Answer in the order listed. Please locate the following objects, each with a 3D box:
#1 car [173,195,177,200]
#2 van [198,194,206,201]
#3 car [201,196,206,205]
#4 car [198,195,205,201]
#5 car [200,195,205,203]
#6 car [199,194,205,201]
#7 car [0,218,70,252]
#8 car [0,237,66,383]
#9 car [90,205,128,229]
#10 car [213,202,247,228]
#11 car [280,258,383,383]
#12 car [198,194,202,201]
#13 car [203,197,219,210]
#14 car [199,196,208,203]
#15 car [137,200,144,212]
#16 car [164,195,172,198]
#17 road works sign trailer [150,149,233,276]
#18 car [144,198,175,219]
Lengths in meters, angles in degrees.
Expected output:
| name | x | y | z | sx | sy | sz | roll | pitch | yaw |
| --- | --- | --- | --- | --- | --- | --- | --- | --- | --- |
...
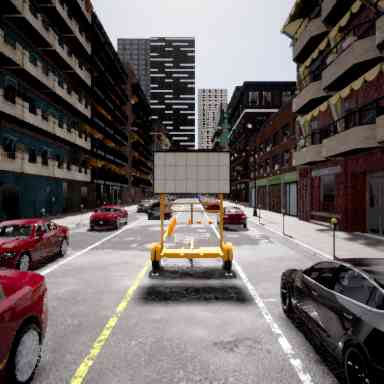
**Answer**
| name | x | y | z | sx | sy | sz | roll | pitch | yaw |
| --- | --- | --- | --- | --- | --- | --- | --- | --- | --- |
| car | -5.343 | 1.643 | 84.335 | 1.887 | 1.381 | 4.507 | 0 | 0 | 0 |
| van | 2.539 | 1.440 | 84.348 | 1.690 | 1.788 | 3.998 | 0 | 0 | 0 |
| car | 2.554 | 1.576 | 44.522 | 1.887 | 1.381 | 4.507 | 1 | 0 | 0 |
| car | 2.535 | 1.637 | 90.208 | 1.752 | 1.417 | 4.829 | 0 | 0 | 0 |
| car | 2.552 | 1.582 | 50.211 | 1.887 | 1.381 | 4.507 | 1 | 0 | 0 |
| car | 2.550 | 1.570 | 56.070 | 1.752 | 1.417 | 4.829 | 0 | 0 | 0 |
| car | -5.312 | 1.548 | 10.368 | 1.887 | 1.381 | 4.507 | 1 | 0 | 0 |
| car | -2.851 | 1.478 | 2.453 | 1.882 | 1.535 | 5.008 | 0 | 0 | 0 |
| car | -5.316 | 1.554 | 21.747 | 1.887 | 1.381 | 4.507 | 1 | 0 | 0 |
| car | 2.563 | 1.591 | 21.762 | 1.802 | 1.307 | 4.206 | 1 | 0 | 0 |
| car | 2.571 | 1.567 | 4.694 | 1.947 | 1.339 | 4.313 | 1 | 0 | 0 |
| car | 2.545 | 1.588 | 67.449 | 1.752 | 1.417 | 4.829 | 0 | 0 | 0 |
| car | 2.556 | 1.607 | 38.831 | 1.802 | 1.307 | 4.206 | 1 | 0 | 0 |
| car | 2.542 | 1.655 | 72.968 | 1.802 | 1.307 | 4.206 | 0 | 0 | 0 |
| car | -5.324 | 1.576 | 38.817 | 2.008 | 1.369 | 4.403 | 1 | 0 | 0 |
| car | -5.333 | 1.598 | 61.577 | 1.887 | 1.381 | 4.507 | 1 | 0 | 0 |
| road works sign trailer | -0.004 | 0.467 | 10.372 | 2.380 | 3.560 | 2.880 | 0 | 0 | 0 |
| car | -2.763 | 1.541 | 29.173 | 1.812 | 1.442 | 4.674 | 0 | 0 | 0 |
